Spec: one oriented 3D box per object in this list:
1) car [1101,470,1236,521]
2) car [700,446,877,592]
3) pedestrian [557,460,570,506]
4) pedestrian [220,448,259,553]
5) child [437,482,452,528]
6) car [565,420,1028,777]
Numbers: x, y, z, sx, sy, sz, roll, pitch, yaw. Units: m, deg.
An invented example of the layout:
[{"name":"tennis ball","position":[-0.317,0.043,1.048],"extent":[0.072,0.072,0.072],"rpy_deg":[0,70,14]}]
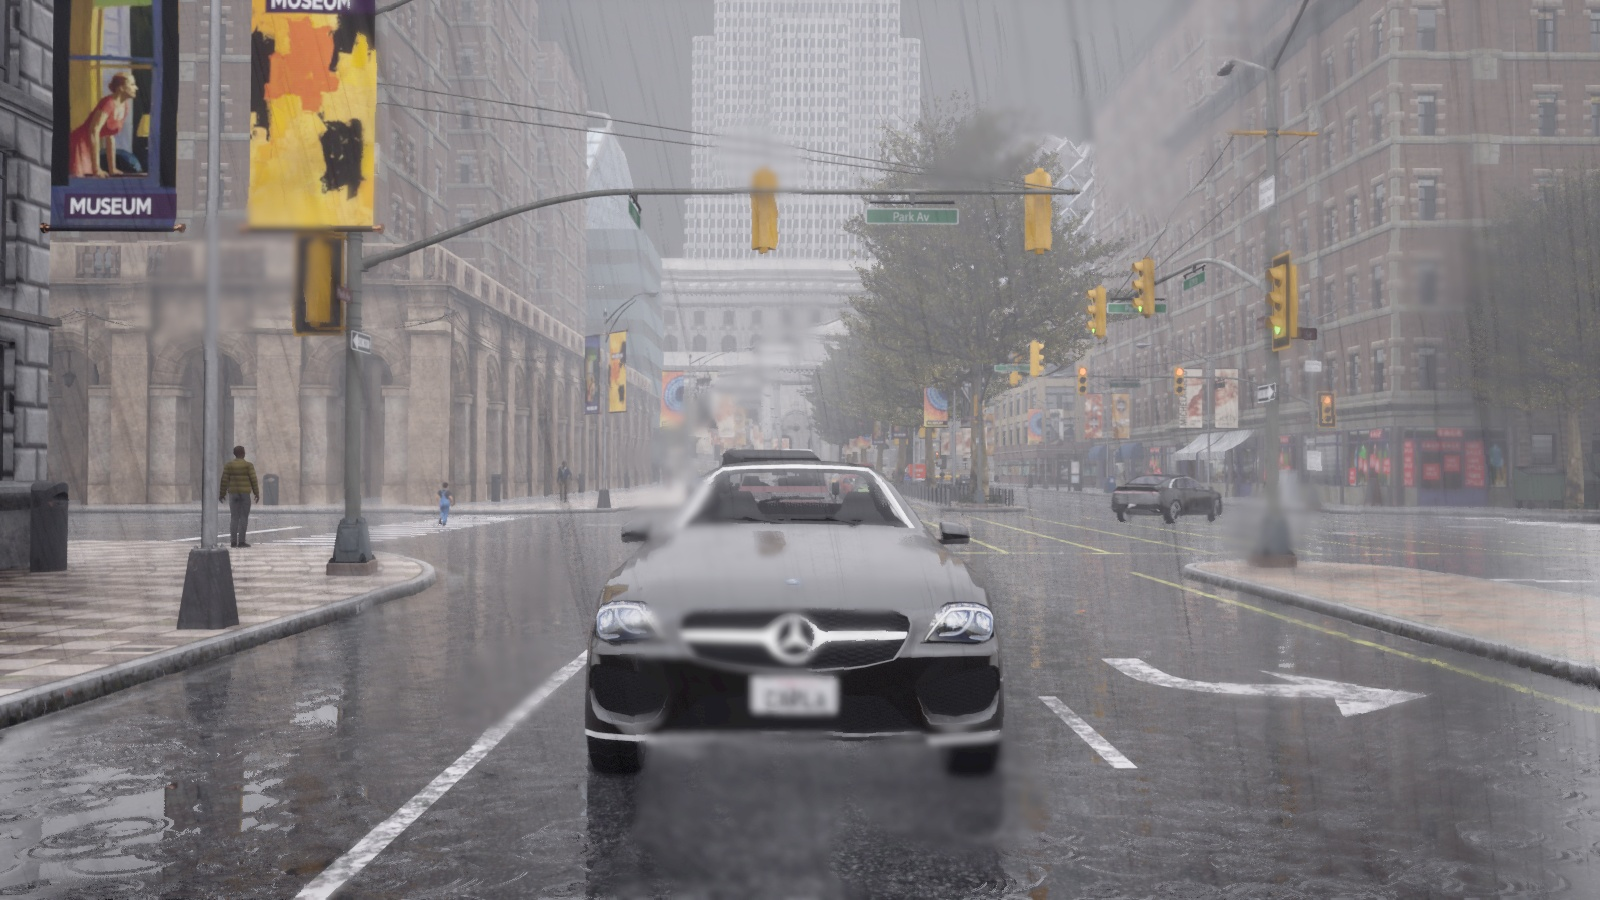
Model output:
[{"name":"car","position":[11.675,1.387,39.575],"extent":[2.128,1.511,4.902],"rpy_deg":[-1,-1,43]},{"name":"car","position":[-0.294,0.918,18.273],"extent":[1.905,1.878,3.866],"rpy_deg":[0,-1,-11]},{"name":"pedestrian","position":[-10.142,1.413,53.817],"extent":[0.423,1.949,0.788],"rpy_deg":[0,-1,0]},{"name":"pedestrian","position":[-9.985,0.886,22.381],"extent":[0.370,1.835,0.726],"rpy_deg":[0,-1,1]},{"name":"child","position":[-9.907,1.520,35.017],"extent":[0.270,1.263,0.437],"rpy_deg":[0,-1,2]},{"name":"car","position":[-0.025,0.733,8.363],"extent":[2.152,1.651,5.027],"rpy_deg":[0,-1,0]}]
